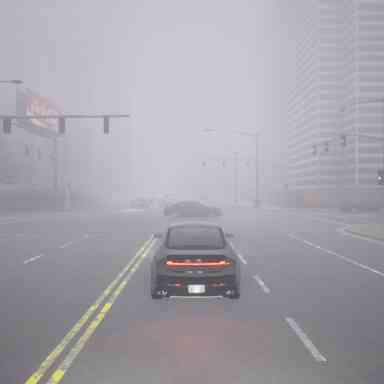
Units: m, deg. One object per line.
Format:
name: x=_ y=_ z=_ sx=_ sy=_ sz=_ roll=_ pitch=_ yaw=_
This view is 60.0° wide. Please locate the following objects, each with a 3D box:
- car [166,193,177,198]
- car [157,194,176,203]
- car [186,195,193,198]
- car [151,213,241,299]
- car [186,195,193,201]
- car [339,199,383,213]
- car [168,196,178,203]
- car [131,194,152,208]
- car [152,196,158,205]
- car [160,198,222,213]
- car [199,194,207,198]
car: x=-3.977 y=1.221 z=61.278 sx=2.150 sy=2.045 sz=5.566 roll=0 pitch=0 yaw=0
car: x=-3.927 y=1.526 z=51.699 sx=1.812 sy=1.442 sz=4.674 roll=0 pitch=0 yaw=0
car: x=-0.283 y=1.601 z=57.740 sx=1.895 sy=1.301 sz=4.718 roll=0 pitch=0 yaw=0
car: x=0.054 y=1.505 z=8.443 sx=1.837 sy=1.490 sz=4.892 roll=0 pitch=0 yaw=-1
car: x=-0.602 y=1.524 z=88.664 sx=1.812 sy=1.442 sz=4.674 roll=0 pitch=0 yaw=0
car: x=18.438 y=1.478 z=35.660 sx=5.008 sy=1.535 sz=1.882 roll=0 pitch=0 yaw=-1
car: x=-3.983 y=1.595 z=71.324 sx=1.895 sy=1.301 sz=4.718 roll=0 pitch=0 yaw=0
car: x=-7.424 y=1.491 z=47.721 sx=2.128 sy=1.511 sz=4.902 roll=0 pitch=0 yaw=0
car: x=-7.466 y=1.601 z=56.985 sx=1.895 sy=1.301 sz=4.718 roll=0 pitch=0 yaw=0
car: x=0.051 y=1.477 z=28.237 sx=5.008 sy=1.535 sz=1.882 roll=0 pitch=0 yaw=-1
car: x=2.897 y=1.355 z=88.700 sx=2.097 sy=1.767 sz=4.553 roll=0 pitch=0 yaw=0
